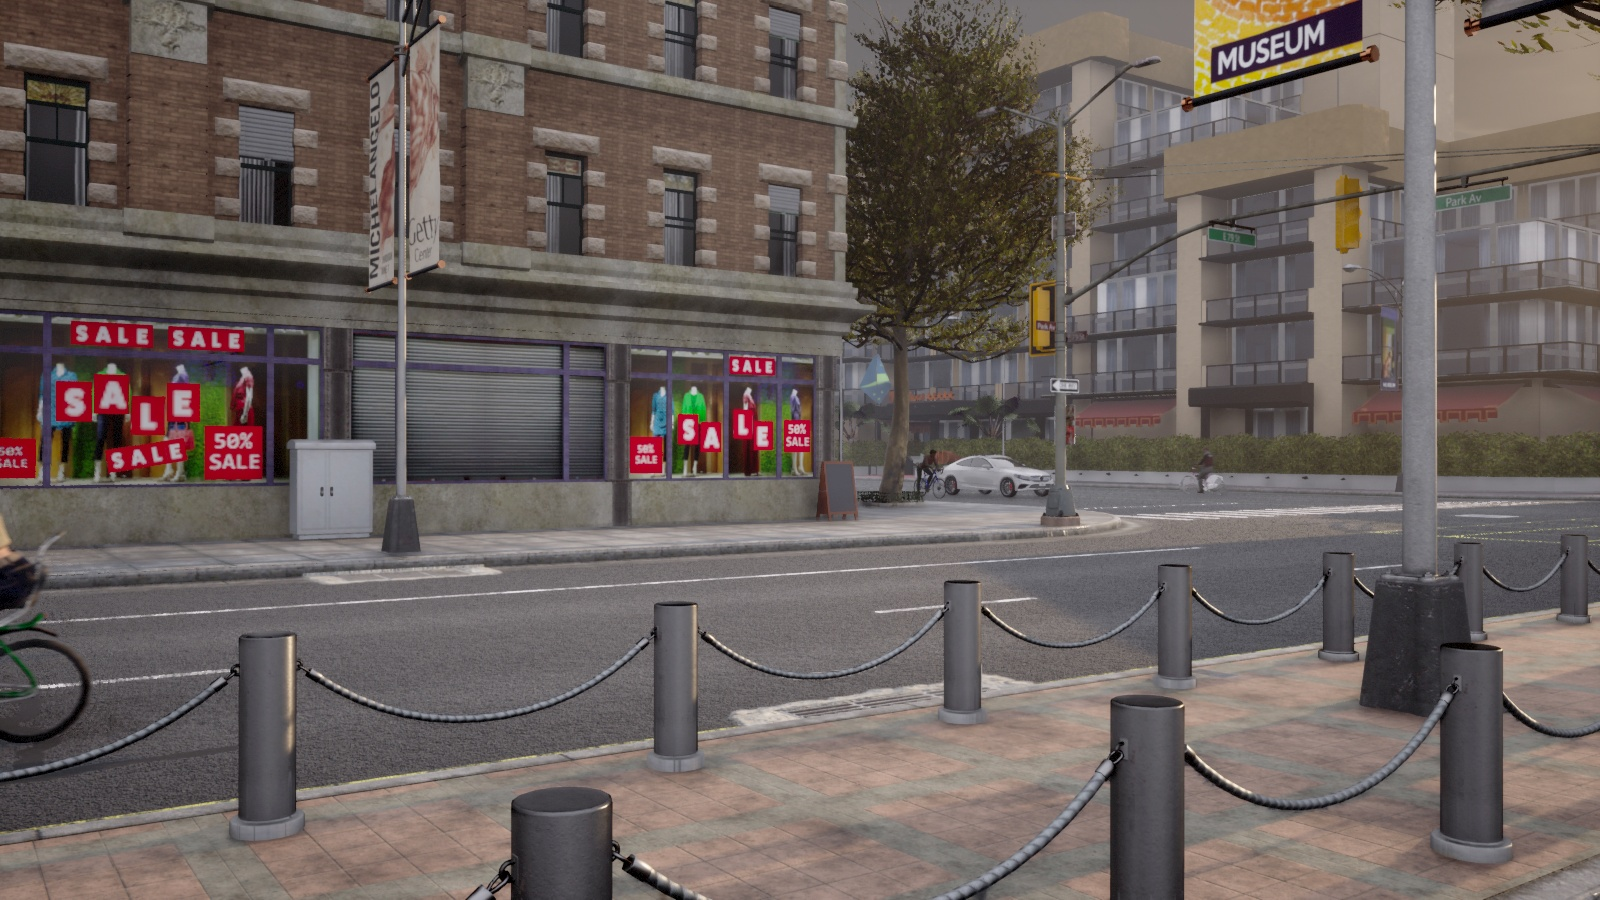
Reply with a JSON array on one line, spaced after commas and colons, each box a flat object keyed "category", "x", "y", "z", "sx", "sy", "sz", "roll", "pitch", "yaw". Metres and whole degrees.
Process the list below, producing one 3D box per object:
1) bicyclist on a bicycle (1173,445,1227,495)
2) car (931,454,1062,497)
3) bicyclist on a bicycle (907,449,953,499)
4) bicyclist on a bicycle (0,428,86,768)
[{"category": "bicyclist on a bicycle", "x": 14.502, "y": 0.696, "z": 45.555, "sx": 0.659, "sy": 1.776, "sz": 1.843, "roll": 0, "pitch": 0, "yaw": -35}, {"category": "car", "x": 6.844, "y": 0.864, "z": 44.275, "sx": 1.812, "sy": 1.442, "sz": 4.674, "roll": 0, "pitch": 0, "yaw": -35}, {"category": "bicyclist on a bicycle", "x": 4.320, "y": 0.791, "z": 41.780, "sx": 0.582, "sy": 1.620, "sz": 1.656, "roll": 0, "pitch": 0, "yaw": -35}, {"category": "bicyclist on a bicycle", "x": -4.376, "y": 0.706, "z": 6.096, "sx": 1.509, "sy": 1.612, "sz": 0.866, "roll": 0, "pitch": 0, "yaw": -35}]
